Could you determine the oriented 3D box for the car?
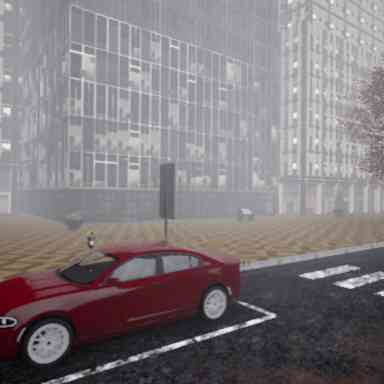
[{"bbox_3d":[-1.118,1.573,5.765,4.507,1.381,1.887,1,-1,-36],"label":"car"}]
